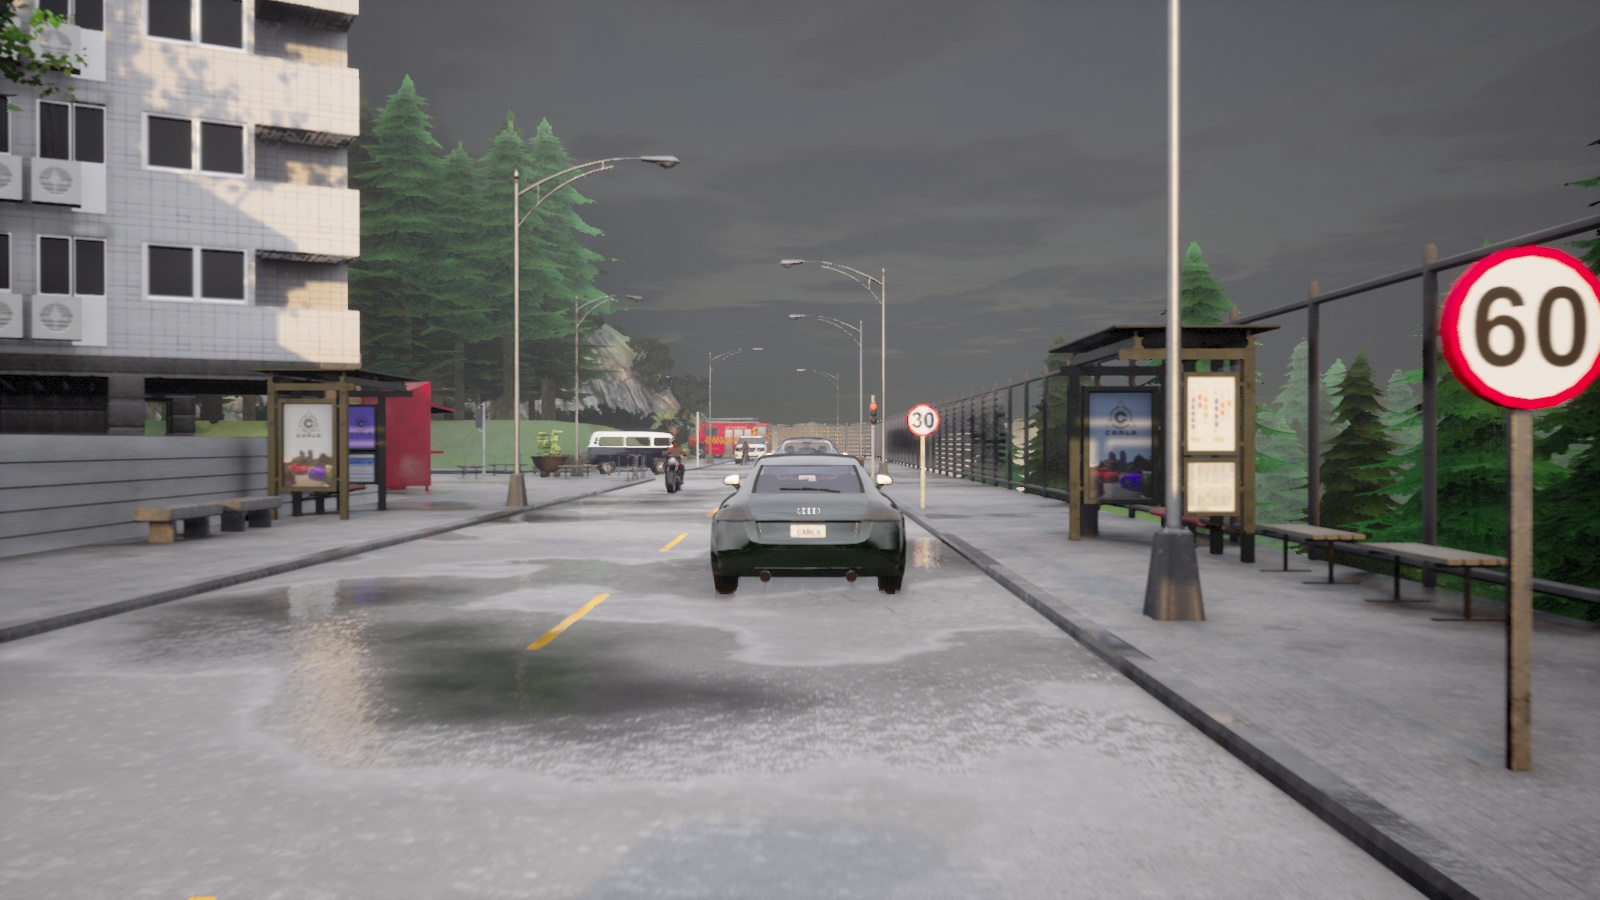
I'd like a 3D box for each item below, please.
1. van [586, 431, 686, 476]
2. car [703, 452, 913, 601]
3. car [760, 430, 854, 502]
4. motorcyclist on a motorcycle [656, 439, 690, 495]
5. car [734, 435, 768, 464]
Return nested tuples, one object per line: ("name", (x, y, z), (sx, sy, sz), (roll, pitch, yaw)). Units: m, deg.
("van", (-7.647, 0.134, 58.442), (4.480, 2.038, 2.069), (0, 1, -12))
("car", (0.090, 0.731, 14.014), (1.994, 1.385, 4.181), (0, 0, 0))
("car", (0.180, 0.349, 31.229), (2.152, 1.651, 5.027), (0, 0, 0))
("motorcyclist on a motorcycle", (-3.785, 0.481, 37.681), (0.766, 1.649, 2.350), (0, 0, 0))
("car", (-3.511, -0.048, 90.708), (2.150, 2.045, 5.566), (0, 0, 0))
